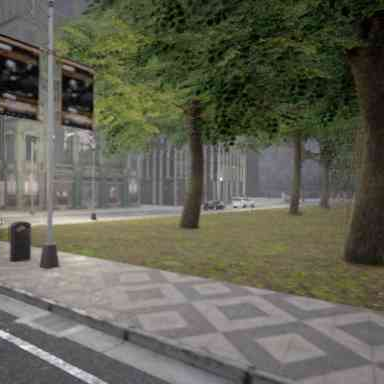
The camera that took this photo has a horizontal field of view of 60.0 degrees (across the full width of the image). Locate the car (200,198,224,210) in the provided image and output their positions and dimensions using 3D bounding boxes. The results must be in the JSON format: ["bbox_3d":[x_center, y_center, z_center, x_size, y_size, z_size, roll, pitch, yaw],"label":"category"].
[{"bbox_3d":[3.519,2.028,56.955,2.097,1.767,4.553,1,0,34],"label":"car"}]

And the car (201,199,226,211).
[{"bbox_3d":[3.496,2.155,51.505,1.837,1.490,4.892,1,-1,36],"label":"car"}]

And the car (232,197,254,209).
[{"bbox_3d":[9.264,1.987,60.096,2.150,2.045,5.566,1,0,34],"label":"car"}]
